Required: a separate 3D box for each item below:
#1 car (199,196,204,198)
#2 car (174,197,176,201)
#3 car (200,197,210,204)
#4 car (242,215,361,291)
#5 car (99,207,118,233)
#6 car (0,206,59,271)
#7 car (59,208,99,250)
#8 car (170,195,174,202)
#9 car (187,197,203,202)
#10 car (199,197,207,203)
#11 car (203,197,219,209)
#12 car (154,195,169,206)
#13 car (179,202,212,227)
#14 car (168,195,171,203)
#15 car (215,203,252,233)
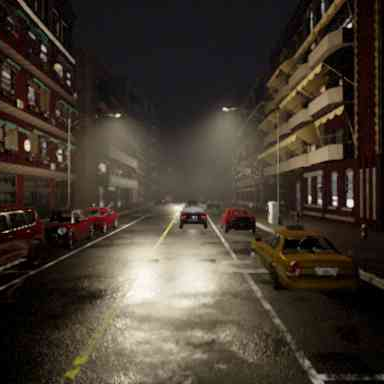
[{"bbox_3d":[2.667,1.770,65.322,1.752,1.417,4.829,0,0,0],"label":"car"},{"bbox_3d":[-5.722,1.641,87.700,2.192,1.841,5.009,0,0,0],"label":"car"},{"bbox_3d":[2.665,1.831,70.788,1.947,1.339,4.313,0,0,0],"label":"car"},{"bbox_3d":[2.688,1.560,8.961,1.752,1.417,4.829,0,0,0],"label":"car"},{"bbox_3d":[-5.697,1.622,20.064,1.887,1.381,4.507,0,0,0],"label":"car"},{"bbox_3d":[-5.691,1.349,8.792,2.192,1.841,5.009,0,0,0],"label":"car"},{"bbox_3d":[-5.695,1.496,14.427,1.967,1.590,4.097,0,0,0],"label":"car"},{"bbox_3d":[-5.718,1.830,76.426,1.887,1.381,4.507,0,0,0],"label":"car"},{"bbox_3d":[0.074,1.686,42.208,1.812,1.442,4.674,0,0,0],"label":"car"},{"bbox_3d":[2.660,1.888,82.061,1.802,1.307,4.206,0,0,0],"label":"car"},{"bbox_3d":[2.675,1.713,42.607,2.008,1.369,4.403,0,0,0],"label":"car"},{"bbox_3d":[-5.712,1.775,59.516,2.008,1.369,4.403,0,0,0],"label":"car"},{"bbox_3d":[0.090,1.636,23.217,2.033,1.411,5.357,0,0,0],"label":"car"},{"bbox_3d":[-5.714,1.795,65.153,2.008,1.369,4.403,0,0,0],"label":"car"},{"bbox_3d":[2.684,1.622,20.063,1.887,1.381,4.507,0,0,0],"label":"car"}]
